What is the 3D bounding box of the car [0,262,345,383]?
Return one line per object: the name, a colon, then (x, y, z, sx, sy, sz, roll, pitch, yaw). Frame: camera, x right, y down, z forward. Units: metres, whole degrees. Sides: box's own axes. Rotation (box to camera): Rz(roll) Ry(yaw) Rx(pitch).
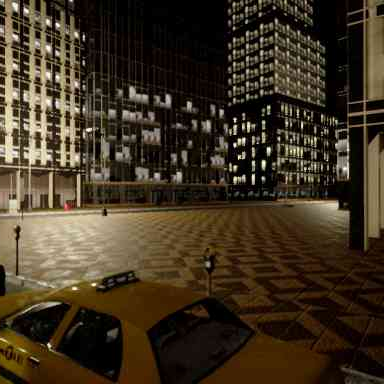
car: (-0.964, 1.525, 3.562, 4.829, 1.417, 1.752, 0, 0, 35)
